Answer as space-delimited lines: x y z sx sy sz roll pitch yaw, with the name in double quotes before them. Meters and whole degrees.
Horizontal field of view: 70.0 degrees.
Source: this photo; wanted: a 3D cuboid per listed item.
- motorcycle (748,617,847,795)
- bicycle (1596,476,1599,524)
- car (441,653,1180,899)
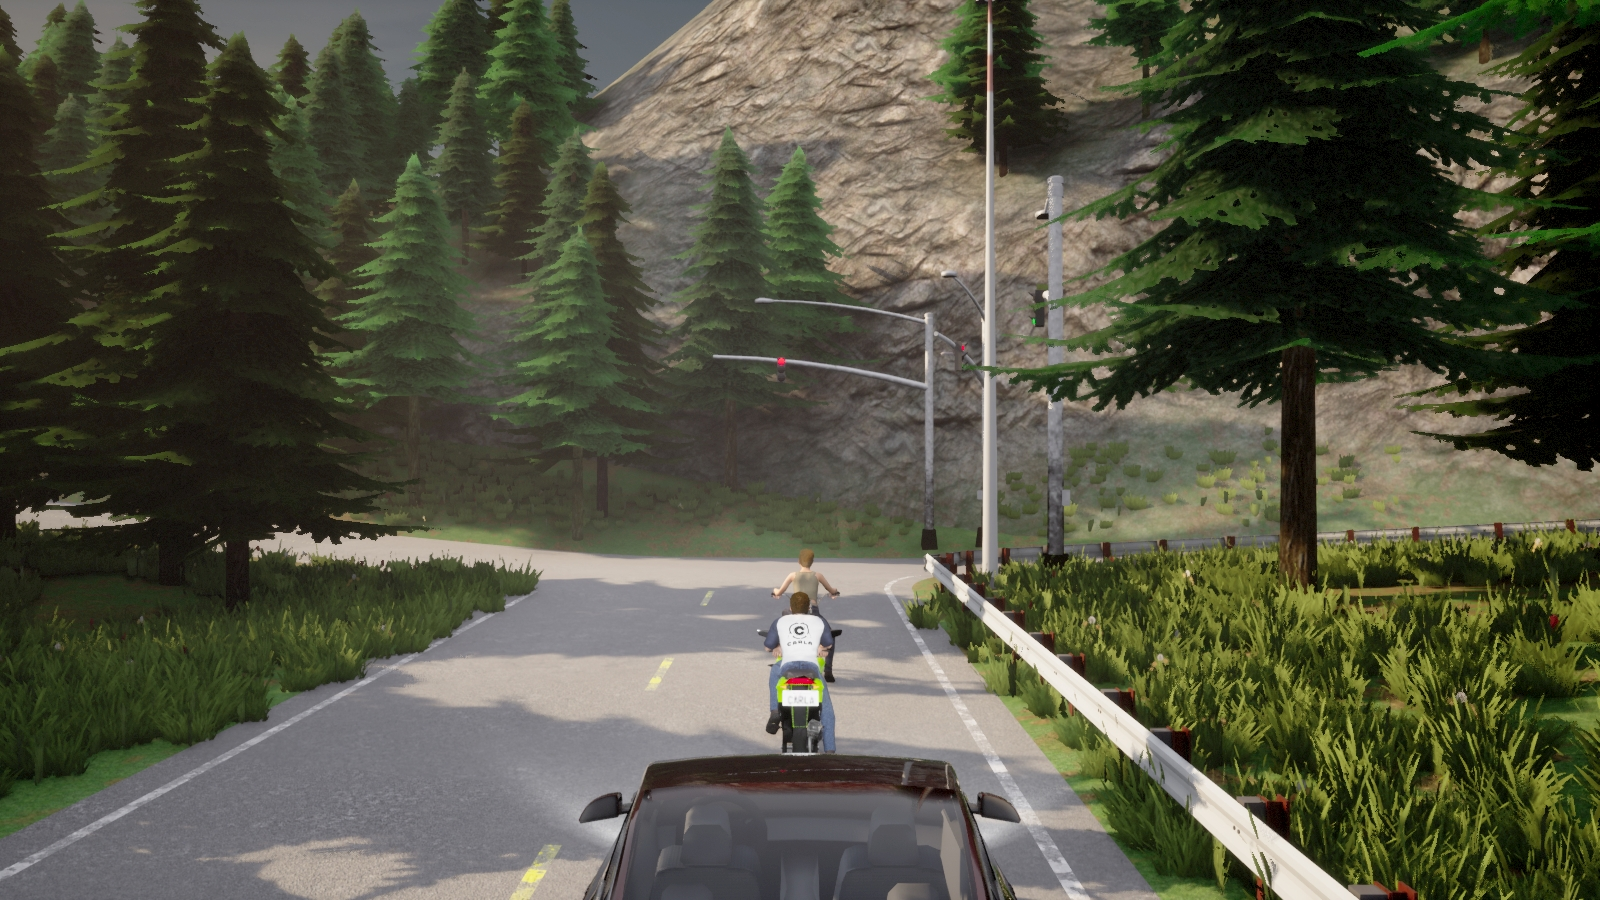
"motorcycle" -0.020 2.213 10.238 0.803 1.145 2.033 0 0 0
"bicycle" 21.727 1.355 29.474 1.835 1.471 0.329 -5 -2 26
"car" 0.029 2.063 5.012 2.163 1.488 4.792 0 0 0
